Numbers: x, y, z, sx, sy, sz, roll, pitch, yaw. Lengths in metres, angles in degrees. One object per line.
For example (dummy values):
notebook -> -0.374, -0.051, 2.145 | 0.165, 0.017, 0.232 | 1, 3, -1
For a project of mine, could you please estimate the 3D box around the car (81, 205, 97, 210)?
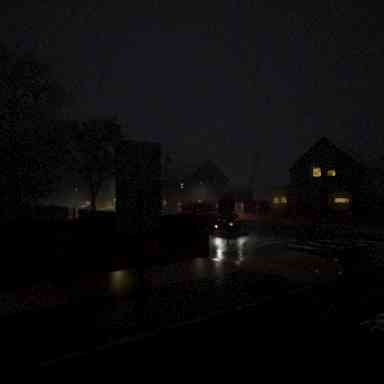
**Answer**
car -> -15.828, 2.616, 50.697 | 1.994, 1.385, 4.181 | -1, -1, -30

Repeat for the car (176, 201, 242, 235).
car -> 0.907, 1.605, 21.966 | 2.150, 2.045, 5.566 | -1, -1, -30

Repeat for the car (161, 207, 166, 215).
car -> -4.577, 2.194, 36.954 | 1.837, 1.490, 4.892 | -1, -1, -30
